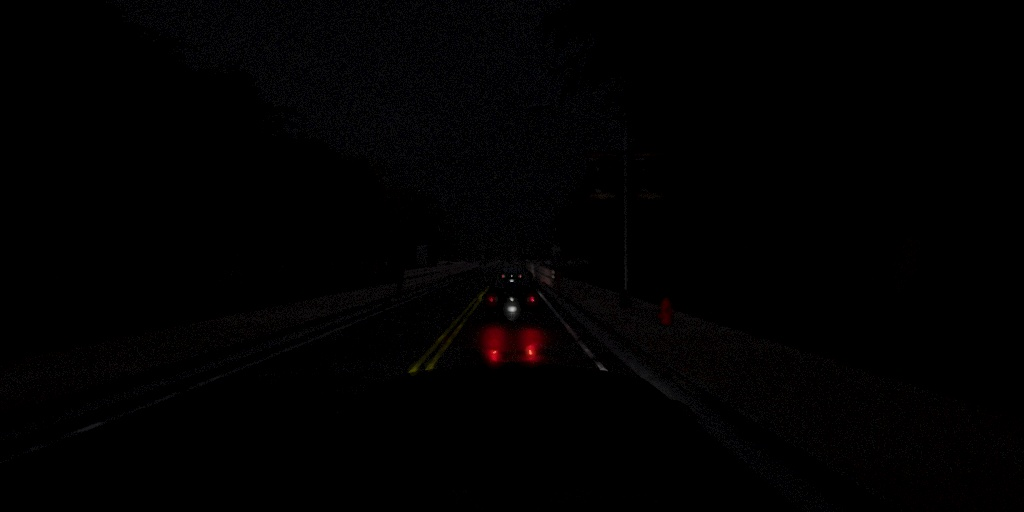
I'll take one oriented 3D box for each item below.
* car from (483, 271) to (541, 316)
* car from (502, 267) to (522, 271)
[{"bbox_3d":[0.019,1.439,13.764,1.895,1.301,4.718,0,0,0],"label":"car"},{"bbox_3d":[-0.012,1.548,28.776,1.895,1.301,4.718,0,0,0],"label":"car"}]
